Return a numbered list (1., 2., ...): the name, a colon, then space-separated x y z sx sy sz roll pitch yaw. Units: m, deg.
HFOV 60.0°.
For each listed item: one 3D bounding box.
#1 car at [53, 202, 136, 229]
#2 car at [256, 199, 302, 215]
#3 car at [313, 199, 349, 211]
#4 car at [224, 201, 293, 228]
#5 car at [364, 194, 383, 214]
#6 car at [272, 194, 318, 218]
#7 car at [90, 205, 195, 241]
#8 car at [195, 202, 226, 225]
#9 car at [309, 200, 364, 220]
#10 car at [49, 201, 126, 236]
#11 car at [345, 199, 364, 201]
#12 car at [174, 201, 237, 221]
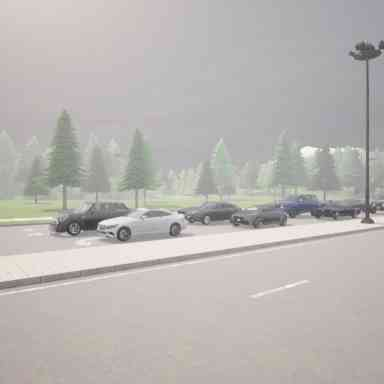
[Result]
1. car: -6.471 1.478 22.436 5.008 1.535 1.882 0 0 -38
2. car: 9.082 1.491 34.594 4.902 1.511 2.128 0 0 -38
3. car: 17.050 1.601 40.711 4.718 1.301 1.895 0 0 -37
4. car: 4.469 1.564 22.119 4.181 1.385 1.994 0 0 -39
5. car: 20.607 1.221 34.623 5.566 2.045 2.150 0 0 -38
6. car: 9.518 1.221 30.501 5.566 2.045 2.150 0 0 -38
7. car: -2.392 1.526 16.741 4.674 1.442 1.812 0 0 -38
8. car: 1.640 1.505 24.340 4.892 1.490 1.837 0 0 -38
9. car: 12.295 1.601 28.219 4.718 1.301 1.895 0 0 -38
10. car: -5.548 1.352 18.716 4.553 1.767 2.097 0 0 -38
11. car: 17.626 1.505 36.749 4.892 1.490 1.837 0 0 -37
12. car: 1.262 1.547 28.489 5.357 1.411 2.033 0 0 -38
